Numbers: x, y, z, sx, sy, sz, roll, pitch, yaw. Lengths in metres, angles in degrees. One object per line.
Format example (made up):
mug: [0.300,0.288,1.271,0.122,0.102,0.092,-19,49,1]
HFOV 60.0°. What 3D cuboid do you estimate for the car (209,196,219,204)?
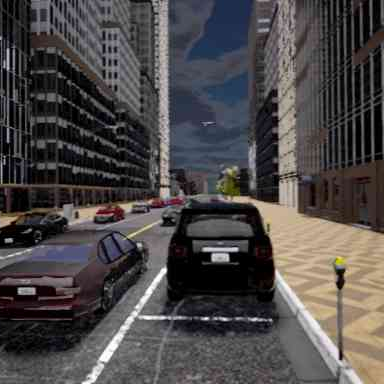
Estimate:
car: [4.458,1.590,66.728,1.967,1.590,4.097,0,0,4]

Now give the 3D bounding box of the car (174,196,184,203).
car: [-3.085,1.686,78.697,1.967,1.590,4.097,0,0,4]

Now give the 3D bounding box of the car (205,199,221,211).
car: [2.829,1.673,44.020,1.947,1.339,4.313,0,0,4]

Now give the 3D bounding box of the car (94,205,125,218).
car: [-6.751,1.730,27.598,1.802,1.307,4.206,0,0,4]

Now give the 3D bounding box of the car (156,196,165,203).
car: [-5.122,1.740,50.310,1.887,1.381,4.507,0,0,4]

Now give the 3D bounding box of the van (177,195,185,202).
van: [-2.678,1.596,84.376,1.690,1.788,3.998,0,0,4]

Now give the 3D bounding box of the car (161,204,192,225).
car: [-1.081,1.692,25.770,1.895,1.301,4.718,-1,0,4]

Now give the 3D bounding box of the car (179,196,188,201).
car: [-2.269,1.830,90.053,1.947,1.339,4.313,0,0,4]

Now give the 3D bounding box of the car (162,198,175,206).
car: [-4.307,1.799,61.665,1.802,1.307,4.206,0,0,4]

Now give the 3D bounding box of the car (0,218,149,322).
car: [-2.380,1.595,7.677,2.033,1.411,5.357,-1,0,4]

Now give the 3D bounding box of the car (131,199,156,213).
car: [-5.937,1.723,38.954,2.008,1.369,4.403,0,0,4]

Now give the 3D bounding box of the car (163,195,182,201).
car: [-2.524,1.673,48.980,1.882,1.535,5.008,-1,0,4]

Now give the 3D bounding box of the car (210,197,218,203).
car: [5.273,1.751,78.083,1.802,1.307,4.206,0,0,4]

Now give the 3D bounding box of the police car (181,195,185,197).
police car: [0.067,1.554,43.175,1.930,1.638,5.238,-1,0,4]

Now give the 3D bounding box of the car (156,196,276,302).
car: [0.691,1.250,8.513,2.150,2.045,5.566,-1,0,4]

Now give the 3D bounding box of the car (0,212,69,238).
car: [-7.567,1.687,16.244,1.947,1.339,4.313,0,0,4]

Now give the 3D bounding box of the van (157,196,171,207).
van: [-4.715,1.548,55.988,1.690,1.788,3.998,0,0,4]
